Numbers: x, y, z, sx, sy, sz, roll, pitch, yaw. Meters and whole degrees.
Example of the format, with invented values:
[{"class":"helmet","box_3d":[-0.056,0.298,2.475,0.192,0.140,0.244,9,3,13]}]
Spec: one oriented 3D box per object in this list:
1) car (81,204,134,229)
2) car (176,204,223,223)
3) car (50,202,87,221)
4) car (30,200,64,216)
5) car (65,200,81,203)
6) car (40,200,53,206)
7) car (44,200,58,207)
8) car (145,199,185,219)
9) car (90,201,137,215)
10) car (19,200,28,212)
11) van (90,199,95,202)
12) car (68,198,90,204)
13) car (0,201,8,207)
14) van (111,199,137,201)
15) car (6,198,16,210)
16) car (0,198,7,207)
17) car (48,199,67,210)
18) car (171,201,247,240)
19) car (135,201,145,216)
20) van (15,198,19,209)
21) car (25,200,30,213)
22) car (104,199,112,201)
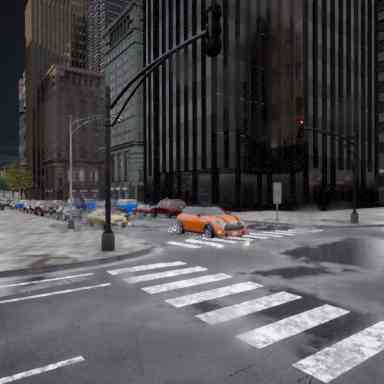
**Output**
[{"class":"car","box_3d":[-6.286,1.843,24.371,1.752,1.417,4.829,-1,0,-35]},{"class":"car","box_3d":[0.576,1.828,29.437,1.887,1.381,4.507,-1,0,-35]},{"class":"car","box_3d":[-12.040,2.003,32.477,2.008,1.369,4.403,-1,0,-35]},{"class":"car","box_3d":[-17.702,1.900,40.446,2.192,1.841,5.009,-1,0,-35]},{"class":"car","box_3d":[-16.807,2.151,43.853,2.033,1.411,5.357,0,-1,-35]},{"class":"car","box_3d":[-34.732,2.659,79.173,1.947,1.339,4.313,-1,0,-35]},{"class":"car","box_3d":[-31.720,2.594,74.930,1.947,1.339,4.313,-1,0,-35]},{"class":"car","box_3d":[-2.369,1.667,33.589,2.192,1.841,5.009,-1,0,-35]},{"class":"car","box_3d":[-7.311,1.871,30.443,2.128,1.511,4.902,0,0,-35]},{"class":"car","box_3d":[-23.355,2.156,48.413,1.967,1.590,4.097,-1,0,-35]},{"class":"van","box_3d":[-17.068,2.036,54.346,1.690,1.788,3.998,-1,0,-35]},{"class":"car","box_3d":[-17.904,1.897,50.879,2.150,2.045,5.566,0,-1,-35]},{"class":"car","box_3d":[-44.391,2.770,78.051,1.802,1.307,4.206,-1,0,-35]},{"class":"van","box_3d":[-8.249,1.831,41.892,1.690,1.788,3.998,-1,0,-35]},{"class":"car","box_3d":[-31.943,2.353,60.511,1.967,1.590,4.097,-1,0,-35]},{"class":"car","box_3d":[-41.279,2.666,73.667,1.887,1.381,4.507,-1,0,-35]},{"class":"car","box_3d":[-24.062,2.169,59.563,2.097,1.767,4.553,0,-1,-35]},{"class":"car","box_3d":[0.969,1.517,18.295,2.097,1.767,4.553,-1,-1,-31]},{"class":"car","box_3d":[-5.303,2.003,37.740,1.802,1.307,4.206,-1,0,-35]},{"class":"van","box_3d":[-26.185,2.122,52.398,1.690,1.788,3.998,-1,0,-35]},{"class":"car","box_3d":[-20.525,2.195,44.430,1.887,1.381,4.507,-1,0,-35]},{"class":"car","box_3d":[-11.189,1.874,46.043,2.192,1.841,5.009,-1,0,-35]}]
